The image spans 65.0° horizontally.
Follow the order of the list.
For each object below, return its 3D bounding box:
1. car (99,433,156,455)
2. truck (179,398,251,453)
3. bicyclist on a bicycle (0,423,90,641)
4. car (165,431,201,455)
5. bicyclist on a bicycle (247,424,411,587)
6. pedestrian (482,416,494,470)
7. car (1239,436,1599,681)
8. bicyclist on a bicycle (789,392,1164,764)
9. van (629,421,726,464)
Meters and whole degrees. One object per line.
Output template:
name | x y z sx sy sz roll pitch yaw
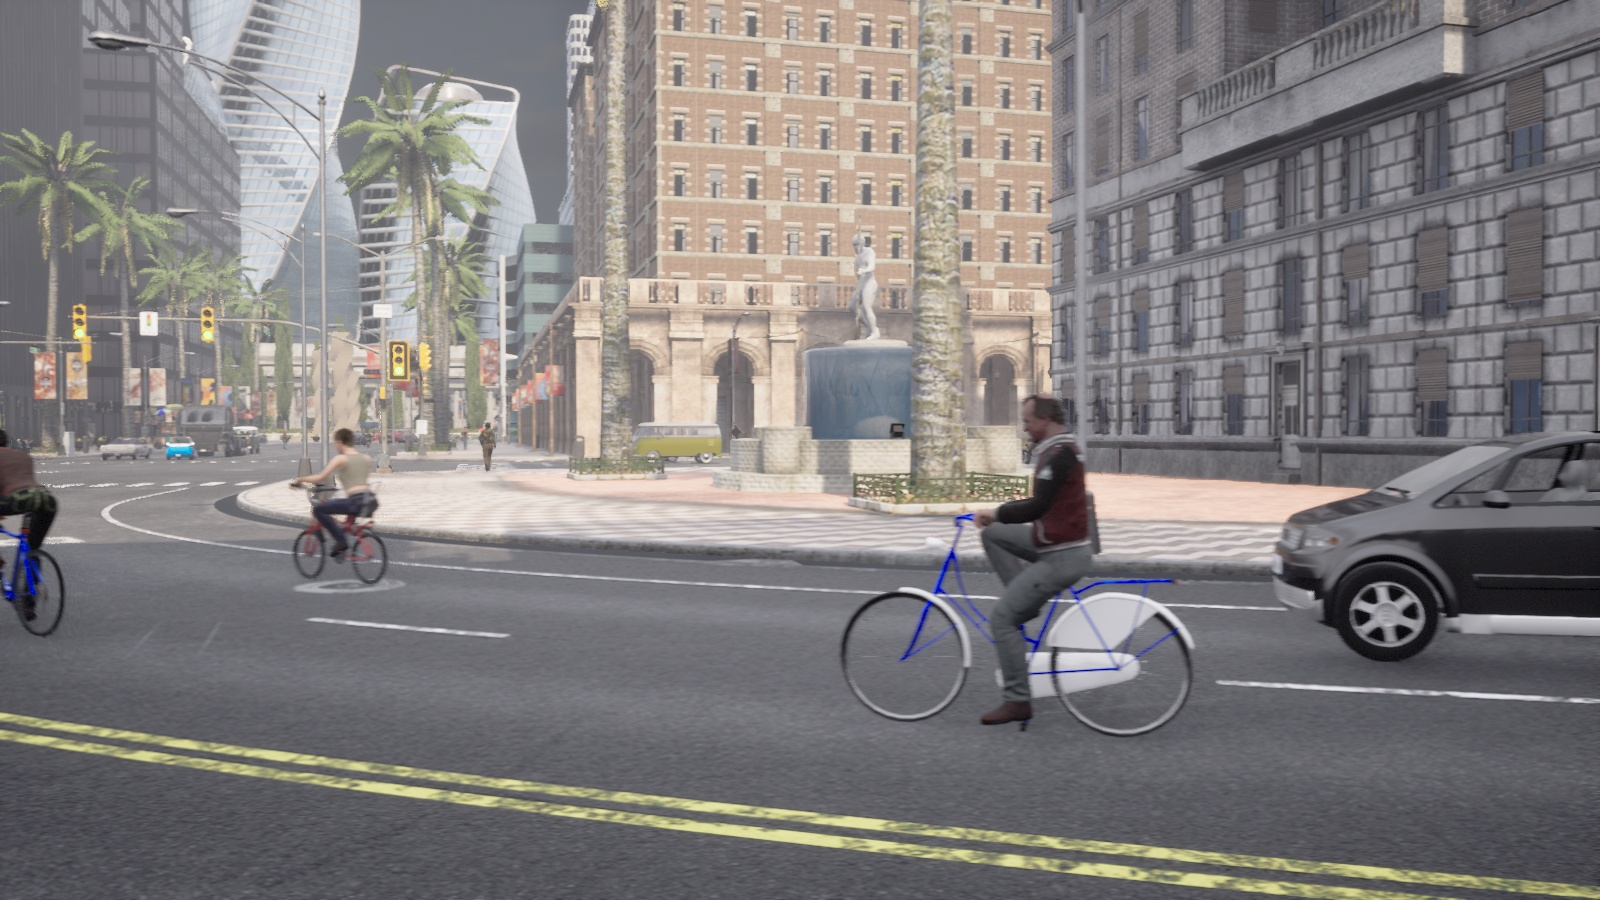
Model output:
car | -40.040 -0.382 74.873 1.895 1.301 4.718 0 1 -14
truck | -38.463 -1.581 82.871 2.891 3.462 7.936 0 1 -14
bicyclist on a bicycle | -6.423 0.601 10.002 1.656 1.620 0.582 0 0 31
car | -36.086 -0.391 73.516 1.481 1.376 2.207 0 1 -14
bicyclist on a bicycle | -4.949 0.541 13.189 1.509 1.612 0.866 1 0 32
pedestrian | -11.298 -0.260 45.472 0.395 1.930 0.692 0 1 -15
car | 5.185 0.689 8.941 3.705 1.549 1.789 0 1 13
bicyclist on a bicycle | 0.928 0.600 6.596 1.843 1.776 0.659 1 1 18
van | -5.890 -0.370 60.319 4.442 1.987 1.775 0 1 -14
